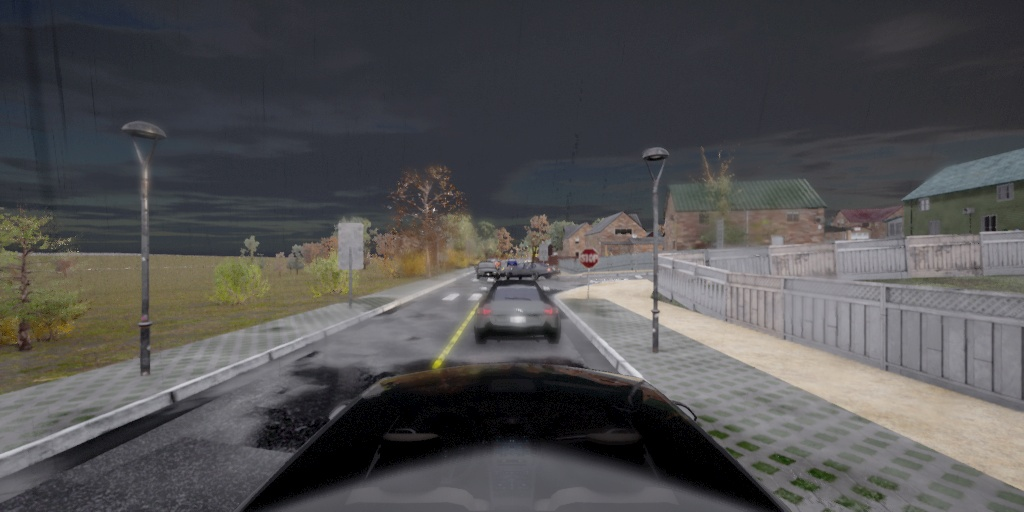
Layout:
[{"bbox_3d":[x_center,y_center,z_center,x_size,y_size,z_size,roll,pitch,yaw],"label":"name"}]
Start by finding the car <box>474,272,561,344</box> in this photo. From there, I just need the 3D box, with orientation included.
[{"bbox_3d":[0.103,1.310,9.565,1.994,1.385,4.181,0,0,-1],"label":"car"}]

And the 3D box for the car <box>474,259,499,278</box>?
[{"bbox_3d":[-2.248,1.247,31.491,1.837,1.490,4.892,0,0,-8],"label":"car"}]

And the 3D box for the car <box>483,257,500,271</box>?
[{"bbox_3d":[-2.843,1.102,51.309,2.097,1.767,4.553,0,0,1],"label":"car"}]

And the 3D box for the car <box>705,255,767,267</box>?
[{"bbox_3d":[14.389,0.405,22.954,4.181,1.385,1.994,-3,0,16],"label":"car"}]

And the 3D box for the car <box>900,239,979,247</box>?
[{"bbox_3d":[23.889,-0.215,20.532,4.902,1.511,2.128,-3,0,14],"label":"car"}]

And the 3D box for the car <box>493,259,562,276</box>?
[{"bbox_3d":[1.339,1.188,28.579,5.357,1.411,2.033,-4,-3,43],"label":"car"}]
